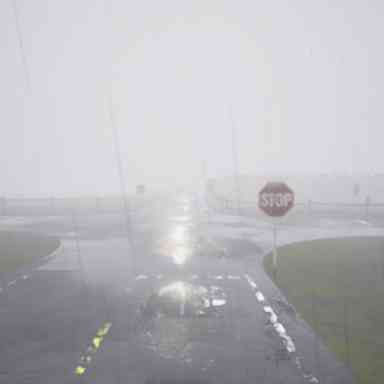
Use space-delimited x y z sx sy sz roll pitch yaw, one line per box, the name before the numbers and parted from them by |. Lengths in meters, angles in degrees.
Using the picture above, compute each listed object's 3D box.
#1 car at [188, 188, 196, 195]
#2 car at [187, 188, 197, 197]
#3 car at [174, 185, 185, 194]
car | 0.055 -0.203 77.026 1.837 1.490 4.892 0 1 0
car | 0.048 0.271 67.059 1.895 1.301 4.718 0 1 0
car | -2.699 -0.574 71.153 2.150 2.045 5.566 0 1 0
